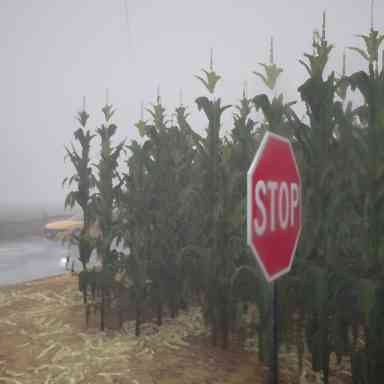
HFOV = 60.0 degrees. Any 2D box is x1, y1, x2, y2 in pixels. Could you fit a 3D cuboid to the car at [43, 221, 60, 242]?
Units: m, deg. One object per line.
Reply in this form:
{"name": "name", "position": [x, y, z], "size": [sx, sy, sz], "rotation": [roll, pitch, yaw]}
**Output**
{"name": "car", "position": [-5.036, 1.669, 16.989], "size": [1.882, 1.535, 5.008], "rotation": [0, 0, 34]}
